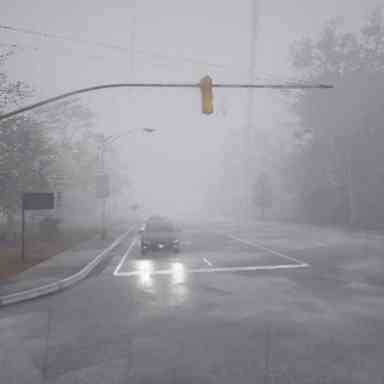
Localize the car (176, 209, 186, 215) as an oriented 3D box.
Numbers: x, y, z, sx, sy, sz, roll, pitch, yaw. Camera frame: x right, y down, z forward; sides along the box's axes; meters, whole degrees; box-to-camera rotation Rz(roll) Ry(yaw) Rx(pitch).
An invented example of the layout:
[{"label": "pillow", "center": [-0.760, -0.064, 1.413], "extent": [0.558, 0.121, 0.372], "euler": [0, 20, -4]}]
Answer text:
[{"label": "car", "center": [-2.837, 5.683, 92.130], "extent": [2.128, 1.511, 4.902], "euler": [-1, -2, -6]}]

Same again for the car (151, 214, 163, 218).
[{"label": "car", "center": [-2.785, 2.787, 27.550], "extent": [1.882, 1.535, 5.008], "euler": [-1, -3, -6]}]

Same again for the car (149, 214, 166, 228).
[{"label": "car", "center": [-4.166, 3.427, 40.087], "extent": [1.812, 1.442, 4.674], "euler": [-1, -3, -6]}]

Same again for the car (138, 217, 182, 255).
[{"label": "car", "center": [-1.678, 2.345, 17.602], "extent": [1.837, 1.490, 4.892], "euler": [-1, -2, -6]}]

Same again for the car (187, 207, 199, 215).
[{"label": "car", "center": [0.671, 5.295, 92.183], "extent": [2.150, 2.045, 5.566], "euler": [-1, -2, -6]}]
